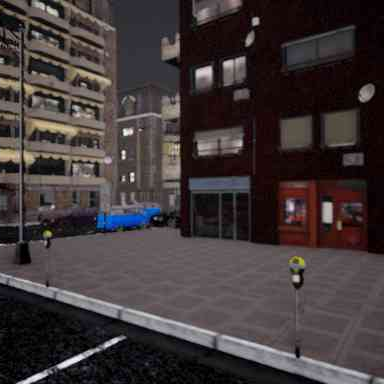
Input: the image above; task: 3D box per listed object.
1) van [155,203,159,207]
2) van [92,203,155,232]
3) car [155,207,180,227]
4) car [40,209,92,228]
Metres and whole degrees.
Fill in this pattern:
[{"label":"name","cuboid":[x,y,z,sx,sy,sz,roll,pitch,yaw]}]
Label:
[{"label":"van","cuboid":[-5.377,2.138,37.723,1.690,1.788,3.998,-2,-2,35]},{"label":"van","cuboid":[-4.817,1.862,23.802,1.690,1.788,3.998,-2,-2,35]},{"label":"car","cuboid":[-1.745,2.195,28.411,1.947,1.339,4.313,-2,-2,35]},{"label":"car","cuboid":[-9.548,2.115,27.343,2.033,1.411,5.357,-1,-1,35]}]
